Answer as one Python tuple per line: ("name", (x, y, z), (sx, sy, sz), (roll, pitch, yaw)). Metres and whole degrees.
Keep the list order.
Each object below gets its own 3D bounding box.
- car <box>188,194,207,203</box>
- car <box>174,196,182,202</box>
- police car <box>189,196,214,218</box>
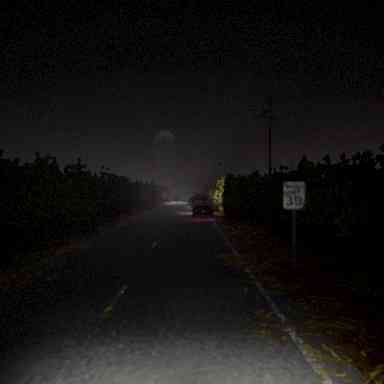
("car", (0.960, 1.203, 40.325), (2.150, 2.045, 5.566), (0, 0, 0))
("car", (-3.200, 1.548, 75.900), (1.895, 1.301, 4.718), (0, 0, 0))
("police car", (0.960, 1.425, 30.405), (1.930, 1.638, 5.238), (0, 0, 0))
